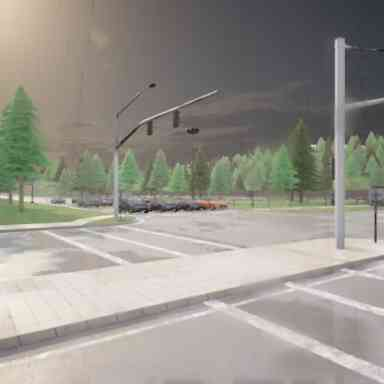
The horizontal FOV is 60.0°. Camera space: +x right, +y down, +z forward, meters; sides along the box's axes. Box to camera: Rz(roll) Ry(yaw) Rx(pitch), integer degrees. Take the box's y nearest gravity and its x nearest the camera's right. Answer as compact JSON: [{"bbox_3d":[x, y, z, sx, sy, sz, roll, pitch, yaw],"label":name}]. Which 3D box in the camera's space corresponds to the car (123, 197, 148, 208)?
[{"bbox_3d":[-8.608,1.542,50.440,1.812,1.442,4.674,0,0,-35],"label":"car"}]

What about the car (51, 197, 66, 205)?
[{"bbox_3d":[-24.470,1.611,60.971,1.895,1.301,4.718,0,0,-34],"label":"car"}]

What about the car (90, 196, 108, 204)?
[{"bbox_3d":[-17.848,1.579,63.716,1.994,1.385,4.181,0,0,-35],"label":"car"}]

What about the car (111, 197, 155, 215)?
[{"bbox_3d":[-6.277,1.558,34.914,2.033,1.411,5.357,0,0,-35],"label":"car"}]

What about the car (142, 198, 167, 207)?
[{"bbox_3d":[-6.032,1.619,52.864,1.895,1.301,4.718,0,0,-35],"label":"car"}]

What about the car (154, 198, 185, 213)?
[{"bbox_3d":[-3.333,1.561,36.817,2.033,1.411,5.357,0,0,-35],"label":"car"}]

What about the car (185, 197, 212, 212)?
[{"bbox_3d":[-0.406,1.563,38.739,2.033,1.411,5.357,0,0,-35],"label":"car"}]

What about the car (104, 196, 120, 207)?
[{"bbox_3d":[-12.860,1.577,50.409,1.994,1.385,4.181,0,0,-35],"label":"car"}]

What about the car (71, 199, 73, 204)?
[{"bbox_3d":[-21.142,1.560,62.328,2.033,1.411,5.357,0,0,-34],"label":"car"}]

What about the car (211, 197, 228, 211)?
[{"bbox_3d":[2.420,1.371,40.807,2.097,1.767,4.553,0,0,-35],"label":"car"}]

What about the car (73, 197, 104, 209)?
[{"bbox_3d":[-14.661,1.557,46.875,2.033,1.411,5.357,0,0,-35],"label":"car"}]

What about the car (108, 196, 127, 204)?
[{"bbox_3d":[-14.675,1.526,65.312,1.837,1.490,4.892,0,0,-35],"label":"car"}]
